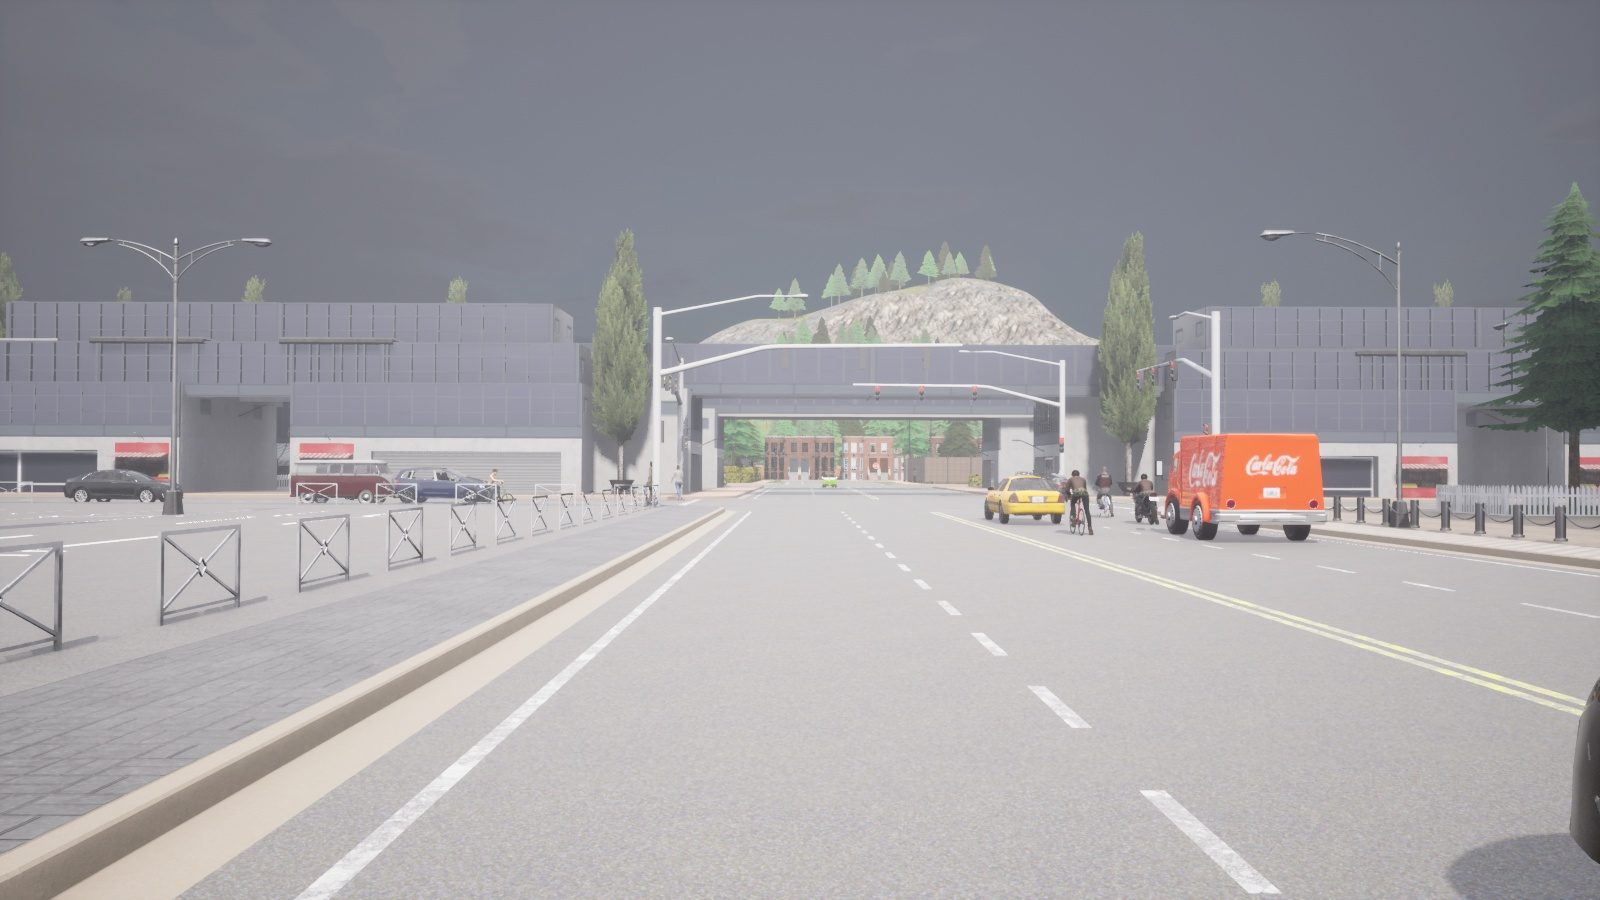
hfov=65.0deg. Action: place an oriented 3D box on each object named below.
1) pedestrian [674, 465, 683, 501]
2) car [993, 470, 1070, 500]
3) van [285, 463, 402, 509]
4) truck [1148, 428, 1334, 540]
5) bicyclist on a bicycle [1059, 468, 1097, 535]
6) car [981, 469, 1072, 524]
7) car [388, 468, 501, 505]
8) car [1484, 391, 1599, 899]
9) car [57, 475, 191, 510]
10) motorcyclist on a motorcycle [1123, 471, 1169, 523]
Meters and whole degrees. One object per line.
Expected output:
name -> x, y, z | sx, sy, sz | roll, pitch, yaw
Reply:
pedestrian -> -6.276, 1.707, 64.995 | 0.354, 1.836, 0.706 | 0, -1, -14
car -> 12.336, 1.864, 66.922 | 3.705, 1.549, 1.789 | -1, 0, 27
van -> -19.907, 1.566, 54.868 | 4.442, 1.987, 1.775 | 0, -1, 1
truck -> 10.424, 0.793, 30.231 | 2.627, 2.467, 5.204 | 0, -1, 0
bicyclist on a bicycle -> 6.926, 1.265, 31.345 | 0.582, 1.620, 1.656 | 0, -1, 0
car -> 6.909, 1.376, 38.809 | 1.801, 1.575, 5.366 | 0, -1, 0
car -> -16.446, 1.701, 58.287 | 4.611, 1.667, 2.242 | 0, -1, 1
car -> 3.494, 0.611, 1.896 | 2.152, 1.651, 5.027 | 0, -1, 0
car -> -29.634, 1.861, 55.121 | 4.892, 1.490, 1.837 | 0, -1, 2
motorcyclist on a motorcycle -> 10.410, 1.389, 37.836 | 0.797, 1.523, 2.044 | 0, -1, 0
